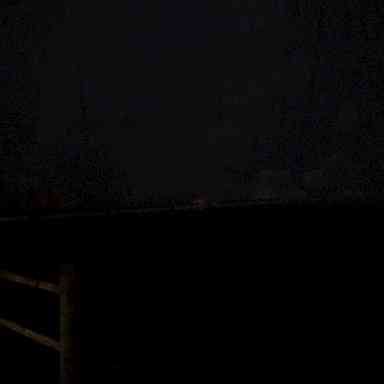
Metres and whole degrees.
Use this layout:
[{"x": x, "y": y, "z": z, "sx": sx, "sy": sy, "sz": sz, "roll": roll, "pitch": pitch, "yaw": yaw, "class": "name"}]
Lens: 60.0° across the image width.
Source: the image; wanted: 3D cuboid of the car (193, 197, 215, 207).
[{"x": 2.077, "y": 1.692, "z": 57.741, "sx": 1.882, "sy": 1.535, "sz": 5.008, "roll": -1, "pitch": -1, "yaw": 36, "class": "car"}]
